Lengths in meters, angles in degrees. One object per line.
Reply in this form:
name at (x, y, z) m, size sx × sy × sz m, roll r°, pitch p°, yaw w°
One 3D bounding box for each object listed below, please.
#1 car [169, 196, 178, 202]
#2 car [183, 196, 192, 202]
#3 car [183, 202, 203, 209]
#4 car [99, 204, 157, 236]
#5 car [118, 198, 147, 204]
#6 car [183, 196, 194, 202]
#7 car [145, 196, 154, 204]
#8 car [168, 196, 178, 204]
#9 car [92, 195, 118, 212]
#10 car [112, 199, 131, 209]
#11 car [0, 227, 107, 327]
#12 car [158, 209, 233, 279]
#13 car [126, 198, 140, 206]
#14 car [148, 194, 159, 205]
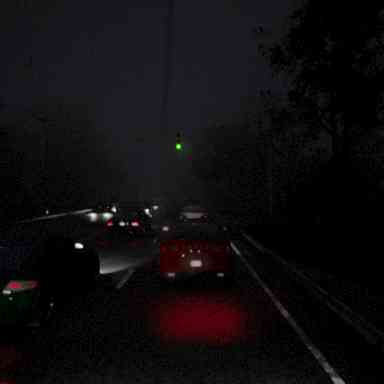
car at (-4.599, 1.784, 81.462) m, size 2.033 × 1.411 × 5.357 m, roll 0°, pitch 0°, yaw -3°
car at (-1.104, 1.722, 81.664) m, size 1.882 × 1.535 × 5.008 m, roll 0°, pitch 0°, yaw -3°
car at (0.086, 1.617, 22.213) m, size 1.812 × 1.442 × 4.674 m, roll 0°, pitch 0°, yaw 0°
car at (-3.413, 1.625, 18.764) m, size 2.033 × 1.411 × 5.357 m, roll 0°, pitch 0°, yaw 0°
car at (-7.115, 1.713, 40.077) m, size 2.033 × 1.411 × 5.357 m, roll 0°, pitch 0°, yaw -1°
car at (-0.622, 1.850, 71.934) m, size 1.994 × 1.385 × 4.181 m, roll 0°, pitch 0°, yaw -2°
car at (-7.208, 1.731, 49.655) m, size 1.812 × 1.442 × 4.674 m, roll 0°, pitch 0°, yaw 0°
car at (-4.090, 1.822, 71.006) m, size 2.033 × 1.411 × 5.357 m, roll 0°, pitch 0°, yaw -2°
car at (-10.626, 1.392, 41.301) m, size 2.150 × 2.045 × 5.566 m, roll 0°, pitch 0°, yaw 2°
car at (-10.718, 1.773, 50.686) m, size 1.994 × 1.385 × 4.181 m, roll 0°, pitch 0°, yaw -1°
car at (-3.403, 1.594, 7.081) m, size 1.994 × 1.385 × 4.181 m, roll 0°, pitch 0°, yaw 0°
car at (0.095, 1.520, 10.184) m, size 1.882 × 1.535 × 5.008 m, roll 0°, pitch 0°, yaw 0°
car at (-10.842, 1.855, 61.651) m, size 1.895 × 1.301 × 4.718 m, roll 0°, pitch 0°, yaw -1°
car at (-7.347, 1.475, 61.446) m, size 2.150 × 2.045 × 5.566 m, roll 0°, pitch 0°, yaw -1°
